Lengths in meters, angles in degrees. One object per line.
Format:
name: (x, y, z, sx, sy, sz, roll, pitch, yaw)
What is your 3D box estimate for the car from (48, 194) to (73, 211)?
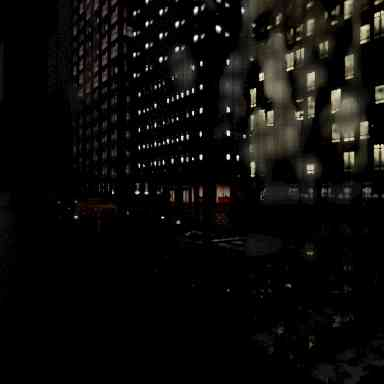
car: (-13.711, 1.045, 35.292, 2.097, 1.767, 4.553, 0, 0, -37)

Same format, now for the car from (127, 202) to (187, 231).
car: (-2.193, 1.344, 19.795, 2.128, 1.511, 4.902, 0, 0, -37)

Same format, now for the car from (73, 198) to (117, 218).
car: (-7.824, 1.254, 27.364, 1.882, 1.535, 5.008, 0, 0, -37)
